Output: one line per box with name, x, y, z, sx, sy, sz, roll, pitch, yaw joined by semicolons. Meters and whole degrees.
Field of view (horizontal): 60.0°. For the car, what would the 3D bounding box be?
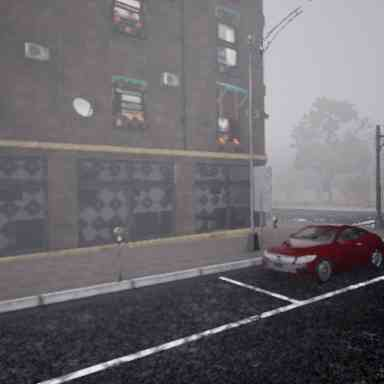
car;3.835;1.562;9.433;4.206;1.307;1.802;0;-1;-35
